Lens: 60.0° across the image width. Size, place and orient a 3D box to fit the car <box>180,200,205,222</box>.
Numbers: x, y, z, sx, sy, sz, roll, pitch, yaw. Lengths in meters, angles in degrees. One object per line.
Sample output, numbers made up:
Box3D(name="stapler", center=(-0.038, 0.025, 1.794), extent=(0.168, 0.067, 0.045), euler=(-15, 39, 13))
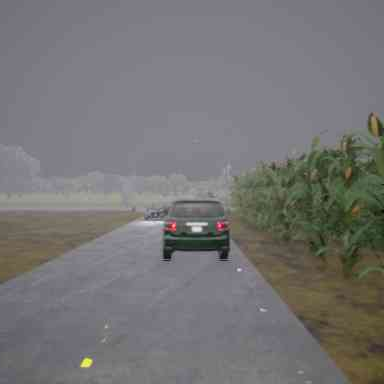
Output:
Box3D(name="car", center=(0.059, 1.529, 28.113), extent=(1.882, 1.535, 5.008), euler=(0, 0, 0))

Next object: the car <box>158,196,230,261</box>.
Box3D(name="car", center=(0.081, 1.226, 12.527), extent=(2.150, 2.045, 5.566), euler=(0, -1, -1))

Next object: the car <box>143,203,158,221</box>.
Box3D(name="car", center=(-2.828, 1.615, 27.857), extent=(1.994, 1.385, 4.181), euler=(0, 0, 0))
